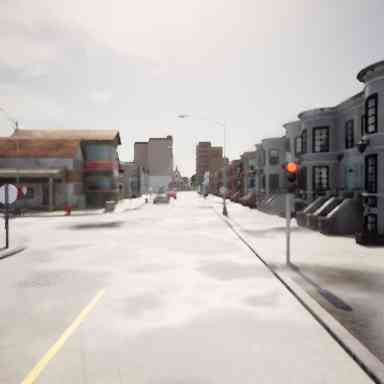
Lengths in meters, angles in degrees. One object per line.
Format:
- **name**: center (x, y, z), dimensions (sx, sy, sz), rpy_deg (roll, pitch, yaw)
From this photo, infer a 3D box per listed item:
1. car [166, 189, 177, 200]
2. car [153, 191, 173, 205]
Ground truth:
- **car**: center (-3.995, 0.385, 62.531), dimensions (2.150, 2.045, 5.566), rpy_deg (0, 1, 0)
- **car**: center (-4.067, 0.965, 44.948), dimensions (1.994, 1.385, 4.181), rpy_deg (0, 1, 0)
